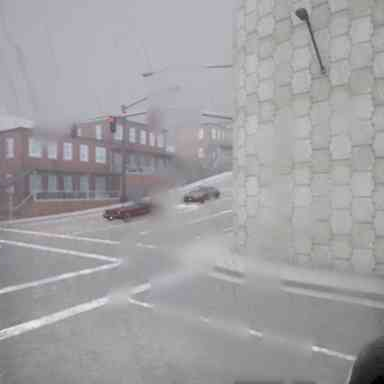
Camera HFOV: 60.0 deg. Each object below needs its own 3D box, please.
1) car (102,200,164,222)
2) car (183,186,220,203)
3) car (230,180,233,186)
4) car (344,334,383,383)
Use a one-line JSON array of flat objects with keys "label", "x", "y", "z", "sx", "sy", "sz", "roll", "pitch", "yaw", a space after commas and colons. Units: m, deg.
[{"label": "car", "x": -4.271, "y": 1.297, "z": 24.504, "sx": 1.895, "sy": 1.301, "sz": 4.718, "roll": 0, "pitch": 4, "yaw": 35}, {"label": "car", "x": 0.950, "y": 0.188, "z": 31.896, "sx": 1.994, "sy": 1.385, "sz": 4.181, "roll": 0, "pitch": 9, "yaw": 35}, {"label": "car", "x": 6.558, "y": -1.703, "z": 39.848, "sx": 2.033, "sy": 1.411, "sz": 5.357, "roll": 0, "pitch": 12, "yaw": 35}, {"label": "car", "x": 3.383, "y": 1.480, "z": 1.555, "sx": 4.902, "sy": 1.511, "sz": 2.128, "roll": 0, "pitch": 0, "yaw": 36}]
